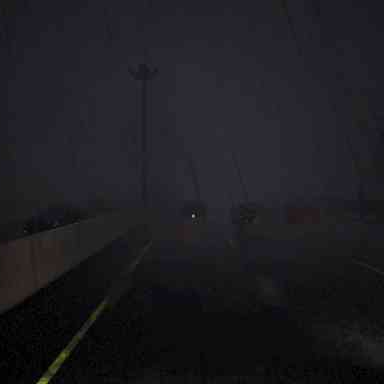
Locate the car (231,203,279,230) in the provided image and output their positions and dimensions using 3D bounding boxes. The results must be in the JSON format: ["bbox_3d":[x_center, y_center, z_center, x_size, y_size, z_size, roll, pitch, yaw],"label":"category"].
[{"bbox_3d":[3.592,1.436,20.800,2.128,1.511,4.902,0,0,0],"label":"car"}]

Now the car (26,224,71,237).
[{"bbox_3d":[-7.107,1.430,17.707,1.882,1.535,5.008,0,0,0],"label":"car"}]

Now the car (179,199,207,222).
[{"bbox_3d":[0.090,1.435,25.593,1.837,1.490,4.892,0,0,0],"label":"car"}]

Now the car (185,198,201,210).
[{"bbox_3d":[0.084,1.488,42.162,1.895,1.301,4.718,0,0,0],"label":"car"}]

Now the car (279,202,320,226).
[{"bbox_3d":[7.091,1.431,22.827,2.128,1.511,4.902,0,0,0],"label":"car"}]
